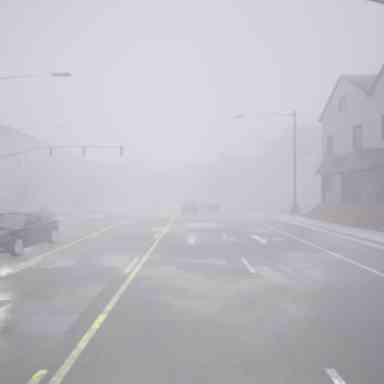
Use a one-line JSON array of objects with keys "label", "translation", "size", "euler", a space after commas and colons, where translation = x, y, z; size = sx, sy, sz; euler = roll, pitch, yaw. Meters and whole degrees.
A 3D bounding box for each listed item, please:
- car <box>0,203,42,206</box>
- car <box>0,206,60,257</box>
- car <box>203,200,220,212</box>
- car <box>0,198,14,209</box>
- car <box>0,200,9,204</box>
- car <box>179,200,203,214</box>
[{"label": "car", "translation": [-10.556, 1.627, 22.104], "size": [1.812, 1.442, 4.674], "euler": [0, 0, 0]}, {"label": "car", "translation": [-7.096, 1.540, 13.492], "size": [1.882, 1.535, 5.008], "euler": [0, 0, 0]}, {"label": "car", "translation": [2.155, 1.731, 42.383], "size": [1.812, 1.442, 4.674], "euler": [1, 0, -17]}, {"label": "car", "translation": [-28.997, 1.674, 48.589], "size": [2.038, 1.542, 4.974], "euler": [0, 0, 29]}, {"label": "car", "translation": [-29.022, 1.517, 48.544], "size": [1.853, 1.218, 4.536], "euler": [0, 0, 29]}, {"label": "car", "translation": [-0.447, 1.681, 38.688], "size": [2.128, 1.511, 4.902], "euler": [0, 0, -7]}]
